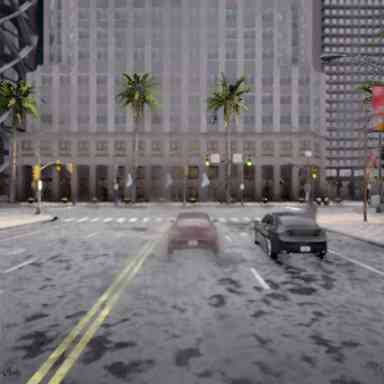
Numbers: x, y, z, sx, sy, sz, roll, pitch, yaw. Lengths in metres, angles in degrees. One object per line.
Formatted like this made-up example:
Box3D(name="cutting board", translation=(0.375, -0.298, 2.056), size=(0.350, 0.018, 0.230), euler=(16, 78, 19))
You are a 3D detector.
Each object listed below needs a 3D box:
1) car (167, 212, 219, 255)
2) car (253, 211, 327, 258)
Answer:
Box3D(name="car", translation=(0.057, 1.528, 13.277), size=(1.812, 1.442, 4.674), euler=(0, 0, 1))
Box3D(name="car", translation=(3.553, 1.508, 12.753), size=(1.837, 1.490, 4.892), euler=(0, 0, 1))
